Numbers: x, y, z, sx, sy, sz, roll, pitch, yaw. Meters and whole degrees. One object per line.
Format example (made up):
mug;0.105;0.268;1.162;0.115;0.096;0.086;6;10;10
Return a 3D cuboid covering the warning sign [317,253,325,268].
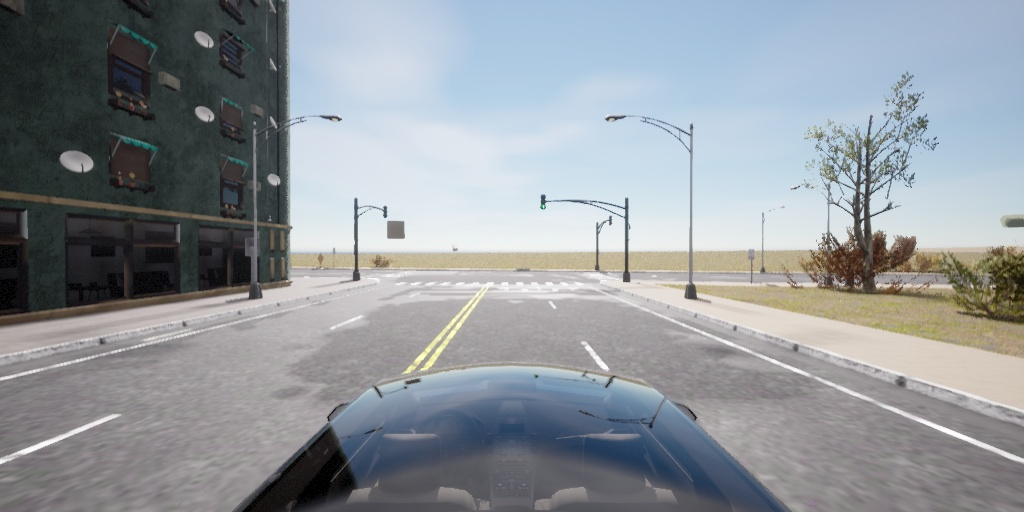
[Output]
warning sign;-23.468;0.561;43.935;1.060;1.860;1.300;0;0;1
